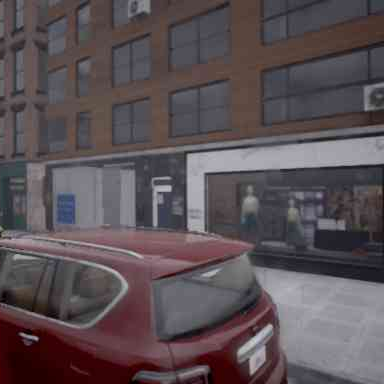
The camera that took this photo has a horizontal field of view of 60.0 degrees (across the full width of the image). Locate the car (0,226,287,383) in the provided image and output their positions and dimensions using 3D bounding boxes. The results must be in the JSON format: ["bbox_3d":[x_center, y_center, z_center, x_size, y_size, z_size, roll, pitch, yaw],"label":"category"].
[{"bbox_3d":[-1.461,1.338,3.847,5.009,1.841,2.192,0,0,35],"label":"car"}]
